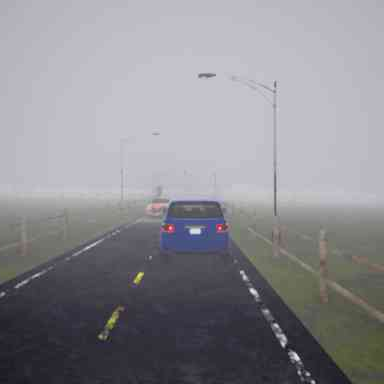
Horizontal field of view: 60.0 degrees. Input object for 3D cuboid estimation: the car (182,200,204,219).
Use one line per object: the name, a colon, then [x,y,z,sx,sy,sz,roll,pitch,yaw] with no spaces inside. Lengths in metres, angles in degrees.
car: [0.094,1.447,29.247,1.812,1.442,4.674,0,0,0]

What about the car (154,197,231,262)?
car: [0.095,1.188,12.038,2.150,2.045,5.566,0,0,0]

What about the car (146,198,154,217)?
car: [-2.848,1.272,29.893,2.097,1.767,4.553,0,0,0]
